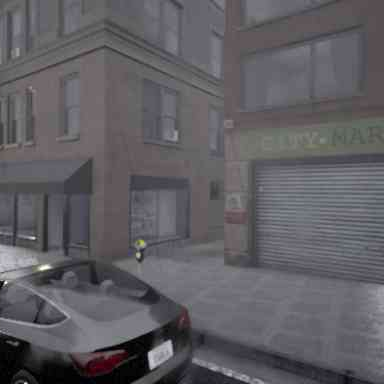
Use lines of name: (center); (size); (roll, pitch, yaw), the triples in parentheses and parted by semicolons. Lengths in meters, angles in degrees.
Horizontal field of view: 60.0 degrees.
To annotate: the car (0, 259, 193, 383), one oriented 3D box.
car: (-1.987, 1.587, 4.368); (4.313, 1.339, 1.947); (0, 1, 36)
